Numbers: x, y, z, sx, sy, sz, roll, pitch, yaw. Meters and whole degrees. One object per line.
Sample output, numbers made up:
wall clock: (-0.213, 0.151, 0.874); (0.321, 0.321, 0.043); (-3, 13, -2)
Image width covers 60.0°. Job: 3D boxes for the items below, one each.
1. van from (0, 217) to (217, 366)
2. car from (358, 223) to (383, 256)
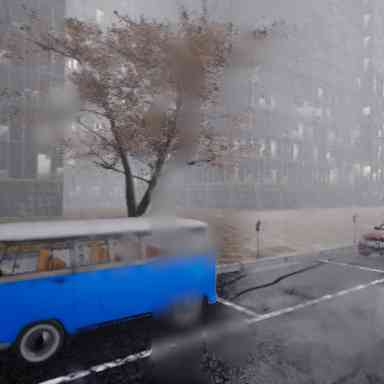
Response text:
van: (-1.449, 1.350, 5.516); (3.998, 1.788, 1.690); (0, 0, -36)
car: (7.742, 1.643, 12.077); (4.206, 1.307, 1.802); (0, 0, -36)
